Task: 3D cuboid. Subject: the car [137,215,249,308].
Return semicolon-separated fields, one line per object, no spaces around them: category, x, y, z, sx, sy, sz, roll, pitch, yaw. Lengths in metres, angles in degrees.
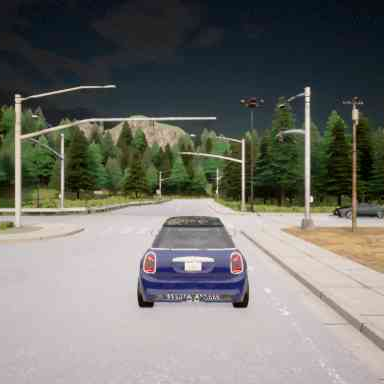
car;0.037;1.348;8.090;2.097;1.767;4.553;0;0;0

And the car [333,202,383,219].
car;14.496;1.591;28.718;4.181;1.385;1.994;0;0;1
